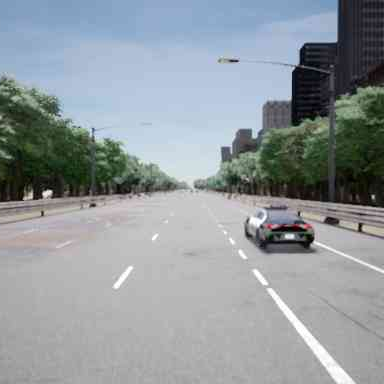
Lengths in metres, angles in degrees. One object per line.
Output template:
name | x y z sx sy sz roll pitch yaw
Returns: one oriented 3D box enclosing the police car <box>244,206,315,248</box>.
police car | 3.509 1.401 14.375 2.038 1.542 4.974 0 1 0
